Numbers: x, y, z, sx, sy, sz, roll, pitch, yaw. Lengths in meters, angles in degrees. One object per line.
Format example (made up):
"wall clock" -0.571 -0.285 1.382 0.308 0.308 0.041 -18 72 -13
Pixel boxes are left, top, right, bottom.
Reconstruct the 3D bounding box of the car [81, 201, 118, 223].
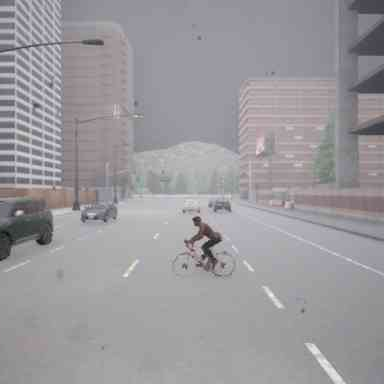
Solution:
"car" -7.107 1.492 25.895 2.128 1.511 4.902 0 0 0

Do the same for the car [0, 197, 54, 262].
"car" -7.146 1.223 12.473 2.150 2.045 5.566 0 0 0

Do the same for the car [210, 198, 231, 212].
"car" 3.416 1.505 38.445 1.837 1.490 4.892 0 0 0

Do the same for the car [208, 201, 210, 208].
"car" 3.337 1.601 47.967 1.895 1.301 4.718 0 0 0

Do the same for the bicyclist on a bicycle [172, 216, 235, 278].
"bicyclist on a bicycle" 0.300 1.454 8.698 1.656 1.620 0.582 -1 0 0

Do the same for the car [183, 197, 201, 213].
"car" -0.056 1.526 37.135 1.812 1.442 4.674 0 0 0

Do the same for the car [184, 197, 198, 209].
"car" -0.106 1.478 47.394 1.882 1.535 5.008 0 0 0
